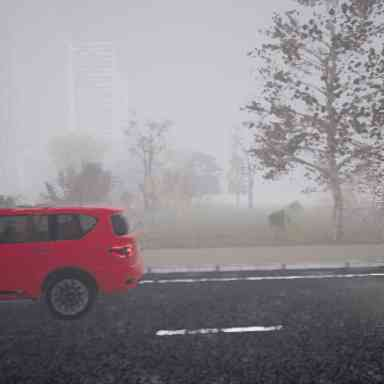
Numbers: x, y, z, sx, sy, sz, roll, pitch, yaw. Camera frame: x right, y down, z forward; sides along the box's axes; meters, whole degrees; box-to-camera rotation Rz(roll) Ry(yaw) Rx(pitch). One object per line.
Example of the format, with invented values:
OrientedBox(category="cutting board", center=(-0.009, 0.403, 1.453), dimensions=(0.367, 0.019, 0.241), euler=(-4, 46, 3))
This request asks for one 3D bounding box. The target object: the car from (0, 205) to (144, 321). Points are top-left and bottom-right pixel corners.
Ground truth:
OrientedBox(category="car", center=(-3.805, 1.310, 6.867), dimensions=(5.566, 2.045, 2.150), euler=(-1, 0, -5))
